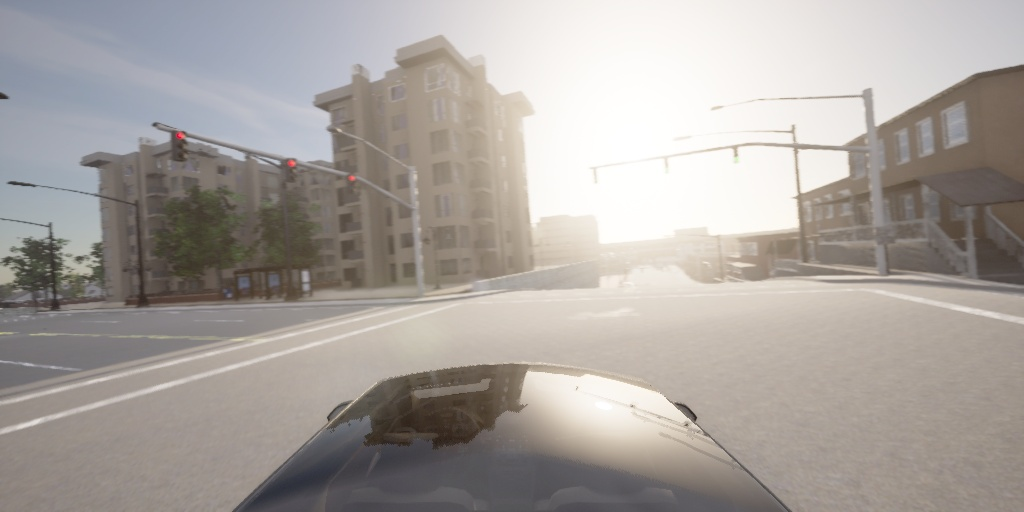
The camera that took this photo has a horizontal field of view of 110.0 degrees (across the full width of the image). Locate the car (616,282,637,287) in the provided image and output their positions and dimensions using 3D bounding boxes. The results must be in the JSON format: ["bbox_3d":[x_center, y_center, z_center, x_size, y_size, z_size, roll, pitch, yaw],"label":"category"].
[{"bbox_3d":[12.219,3.578,38.147,2.128,1.511,4.902,-5,-13,22],"label":"car"}]
